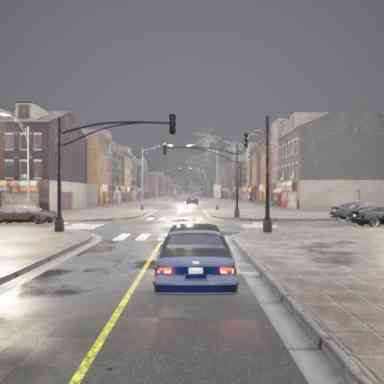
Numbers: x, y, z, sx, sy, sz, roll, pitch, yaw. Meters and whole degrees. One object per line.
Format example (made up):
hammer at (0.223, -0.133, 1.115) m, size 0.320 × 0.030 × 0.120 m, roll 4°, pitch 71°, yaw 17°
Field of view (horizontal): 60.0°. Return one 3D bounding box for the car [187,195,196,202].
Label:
car at (-0.093, 1.536, 75.782) m, size 1.882 × 1.535 × 5.008 m, roll 0°, pitch 0°, yaw 0°

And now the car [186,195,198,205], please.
car at (0.029, 1.394, 61.480) m, size 2.097 × 1.767 × 4.553 m, roll 0°, pitch 0°, yaw -1°

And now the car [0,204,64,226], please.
car at (-11.957, 1.583, 23.426) m, size 5.357 × 1.411 × 2.033 m, roll 0°, pitch 0°, yaw 2°

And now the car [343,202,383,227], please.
car at (12.324, 1.518, 20.981) m, size 4.313 × 1.339 × 1.947 m, roll 0°, pitch 0°, yaw 0°

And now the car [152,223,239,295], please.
car at (0.069, 1.548, 8.848) m, size 2.033 × 1.411 × 5.357 m, roll 0°, pitch 0°, yaw 0°

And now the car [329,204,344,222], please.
car at (12.272, 1.452, 23.522) m, size 4.902 × 1.511 × 2.128 m, roll 0°, pitch 0°, yaw 0°
